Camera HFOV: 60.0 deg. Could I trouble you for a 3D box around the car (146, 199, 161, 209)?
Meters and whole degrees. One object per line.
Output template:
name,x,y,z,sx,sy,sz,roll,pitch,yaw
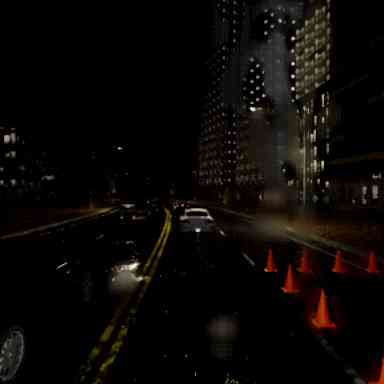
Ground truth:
car,-5.634,1.720,48.916,1.994,1.385,4.181,0,0,-7

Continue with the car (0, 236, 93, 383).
car,-3.001,1.533,5.443,1.812,1.442,4.674,0,0,0

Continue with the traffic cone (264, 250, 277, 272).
traffic cone,2.312,2.014,9.803,0.340,0.580,0.340,0,0,0

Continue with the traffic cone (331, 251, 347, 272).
traffic cone,4.312,2.026,9.787,0.340,0.580,0.340,0,0,0

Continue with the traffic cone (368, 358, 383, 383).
traffic cone,2.265,1.987,3.803,0.340,0.580,0.340,0,0,0

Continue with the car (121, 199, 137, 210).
car,-8.499,1.652,45.313,1.812,1.442,4.674,0,0,-6

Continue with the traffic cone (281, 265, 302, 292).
traffic cone,2.297,2.005,7.803,0.340,0.580,0.340,0,0,0

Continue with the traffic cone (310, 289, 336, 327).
traffic cone,2.281,1.997,5.803,0.340,0.580,0.340,0,0,0

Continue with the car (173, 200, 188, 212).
car,-1.363,1.704,41.725,2.033,1.411,5.357,0,0,-6

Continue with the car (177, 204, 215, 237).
car,0.209,1.607,18.319,1.812,1.442,4.674,0,0,-2

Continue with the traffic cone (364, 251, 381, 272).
traffic cone,5.312,2.032,9.780,0.340,0.580,0.340,0,0,0

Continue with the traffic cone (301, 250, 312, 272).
traffic cone,3.312,2.020,9.795,0.340,0.580,0.340,0,0,0
